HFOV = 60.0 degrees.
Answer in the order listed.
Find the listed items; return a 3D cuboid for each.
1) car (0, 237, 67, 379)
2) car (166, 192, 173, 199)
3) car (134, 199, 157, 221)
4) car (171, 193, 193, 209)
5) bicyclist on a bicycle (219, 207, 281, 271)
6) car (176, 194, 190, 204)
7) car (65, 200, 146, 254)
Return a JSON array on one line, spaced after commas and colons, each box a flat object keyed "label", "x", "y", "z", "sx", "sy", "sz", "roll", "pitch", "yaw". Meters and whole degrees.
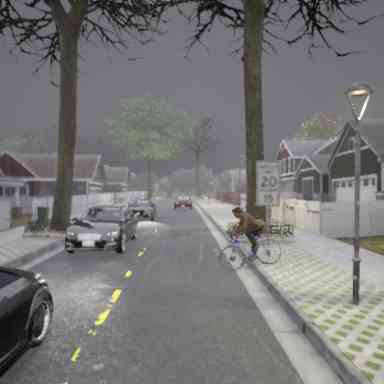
[{"label": "car", "x": -3.027, "y": 1.485, "z": 3.256, "sx": 1.994, "sy": 1.385, "sz": 4.181, "roll": 0, "pitch": 1, "yaw": -1}, {"label": "car", "x": -4.837, "y": 0.733, "z": 73.412, "sx": 1.837, "sy": 1.490, "sz": 4.892, "roll": 0, "pitch": 0, "yaw": -2}, {"label": "car", "x": -3.468, "y": 1.170, "z": 22.941, "sx": 1.994, "sy": 1.385, "sz": 4.181, "roll": 0, "pitch": 1, "yaw": -2}, {"label": "car", "x": -0.912, "y": 1.067, "z": 35.067, "sx": 1.895, "sy": 1.301, "sz": 4.718, "roll": 0, "pitch": 1, "yaw": -1}, {"label": "bicyclist on a bicycle", "x": 1.449, "y": 1.190, "z": 8.660, "sx": 1.656, "sy": 1.620, "sz": 0.582, "roll": -9, "pitch": 1, "yaw": -1}, {"label": "car", "x": -1.306, "y": 0.944, "z": 47.895, "sx": 1.895, "sy": 1.301, "sz": 4.718, "roll": 0, "pitch": 0, "yaw": -1}, {"label": "car", "x": -3.179, "y": 1.246, "z": 12.448, "sx": 2.128, "sy": 1.511, "sz": 4.902, "roll": 0, "pitch": 1, "yaw": -2}]
